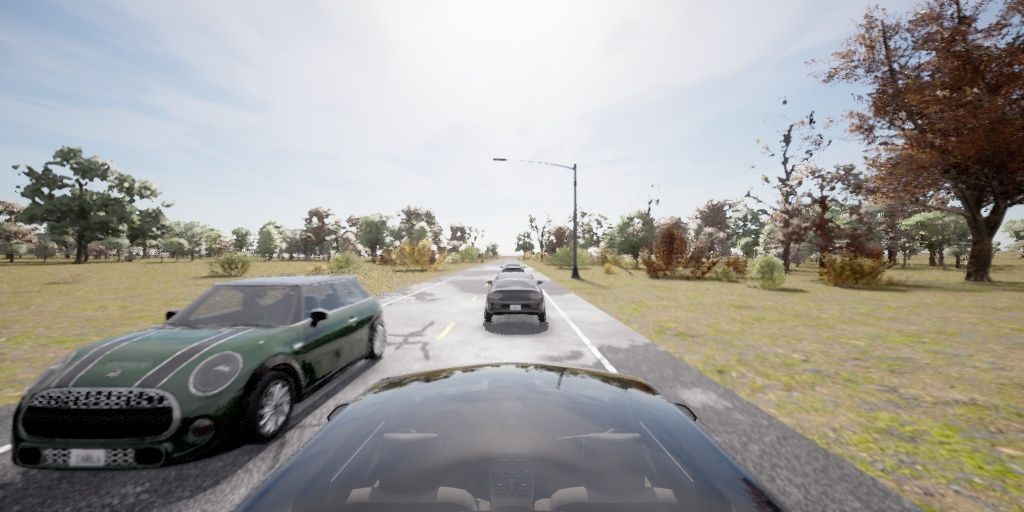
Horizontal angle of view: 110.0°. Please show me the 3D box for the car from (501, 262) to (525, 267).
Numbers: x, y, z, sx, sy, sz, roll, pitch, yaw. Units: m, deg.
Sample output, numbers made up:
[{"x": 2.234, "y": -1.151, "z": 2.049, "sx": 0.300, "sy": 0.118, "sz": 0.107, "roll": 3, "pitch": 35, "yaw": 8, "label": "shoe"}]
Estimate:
[{"x": 0.099, "y": 1.259, "z": 30.121, "sx": 1.837, "sy": 1.490, "sz": 4.892, "roll": 0, "pitch": 0, "yaw": 0, "label": "car"}]

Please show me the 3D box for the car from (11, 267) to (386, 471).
[{"x": -3.570, "y": 1.101, "z": 5.269, "sx": 2.097, "sy": 1.767, "sz": 4.553, "roll": 0, "pitch": 0, "yaw": 0, "label": "car"}]

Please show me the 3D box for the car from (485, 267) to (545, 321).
[{"x": 0.100, "y": 1.277, "z": 12.345, "sx": 1.812, "sy": 1.442, "sz": 4.674, "roll": 0, "pitch": 0, "yaw": 0, "label": "car"}]
